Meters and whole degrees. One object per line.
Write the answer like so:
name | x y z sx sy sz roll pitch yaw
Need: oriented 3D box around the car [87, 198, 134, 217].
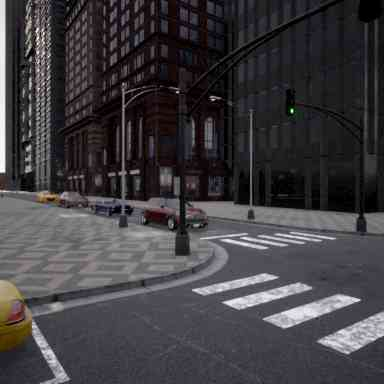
car | -6.333 1.153 26.138 1.895 1.301 4.718 0 1 -36

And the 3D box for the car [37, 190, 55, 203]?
car | -19.223 0.641 44.112 1.882 1.535 5.008 0 1 -35

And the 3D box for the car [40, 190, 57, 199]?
car | -24.731 0.466 57.116 1.812 1.442 4.674 0 1 -35

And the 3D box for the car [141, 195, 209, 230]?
car | -1.066 1.072 18.833 2.097 1.767 4.553 0 1 -36

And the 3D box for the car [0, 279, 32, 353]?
car | -4.404 1.525 3.508 4.829 1.417 1.752 0 0 -35

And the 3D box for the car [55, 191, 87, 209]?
car | -12.223 0.722 34.316 2.097 1.767 4.553 0 1 -36
